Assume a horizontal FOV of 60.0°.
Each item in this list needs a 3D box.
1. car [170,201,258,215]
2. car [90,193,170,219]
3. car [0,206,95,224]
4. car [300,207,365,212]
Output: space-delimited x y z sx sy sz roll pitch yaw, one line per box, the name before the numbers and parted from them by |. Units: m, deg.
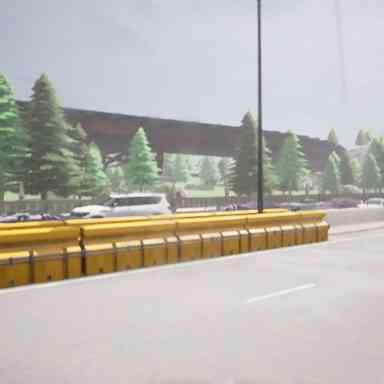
car | 1.663 1.345 17.558 4.902 1.511 2.128 -1 1 -33
car | -3.778 1.111 18.204 5.566 2.045 2.150 -1 1 -33
car | -6.441 1.447 12.264 4.902 1.511 2.128 -1 0 -34
car | 9.786 1.315 22.813 4.181 1.385 1.994 -1 1 -33
